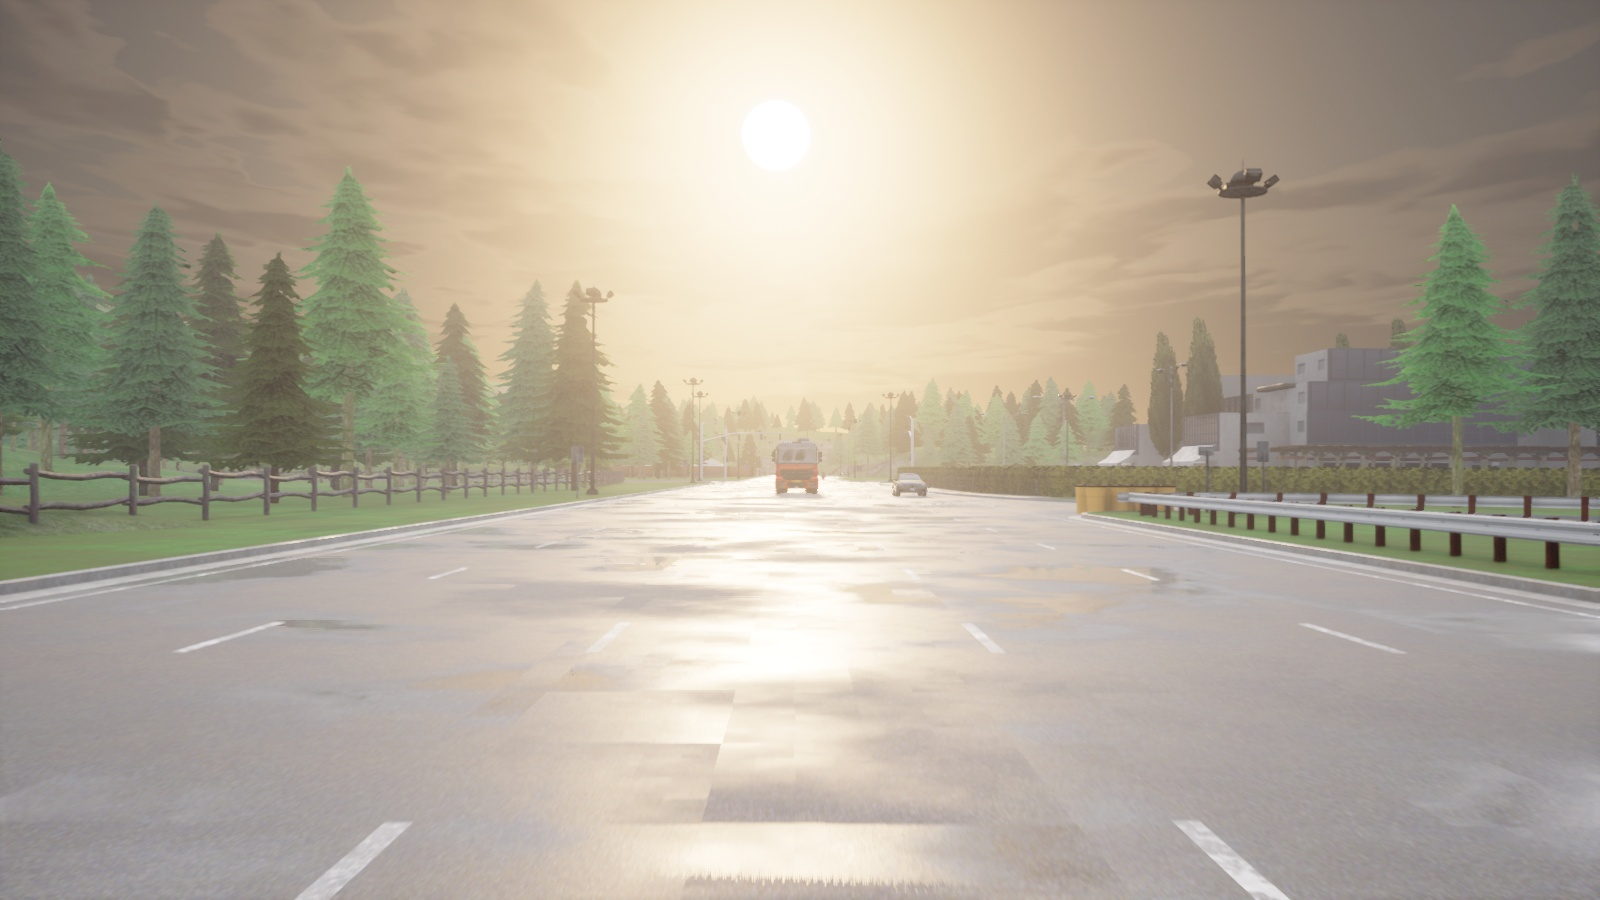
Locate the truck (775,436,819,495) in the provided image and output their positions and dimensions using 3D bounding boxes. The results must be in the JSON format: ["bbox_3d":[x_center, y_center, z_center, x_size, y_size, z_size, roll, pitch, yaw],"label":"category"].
[{"bbox_3d":[-0.206,1.100,86.576,2.891,3.827,8.468,0,-1,0],"label":"truck"}]

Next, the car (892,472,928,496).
[{"bbox_3d":[6.824,2.123,78.245,1.812,1.442,4.674,0,-1,0],"label":"car"}]
